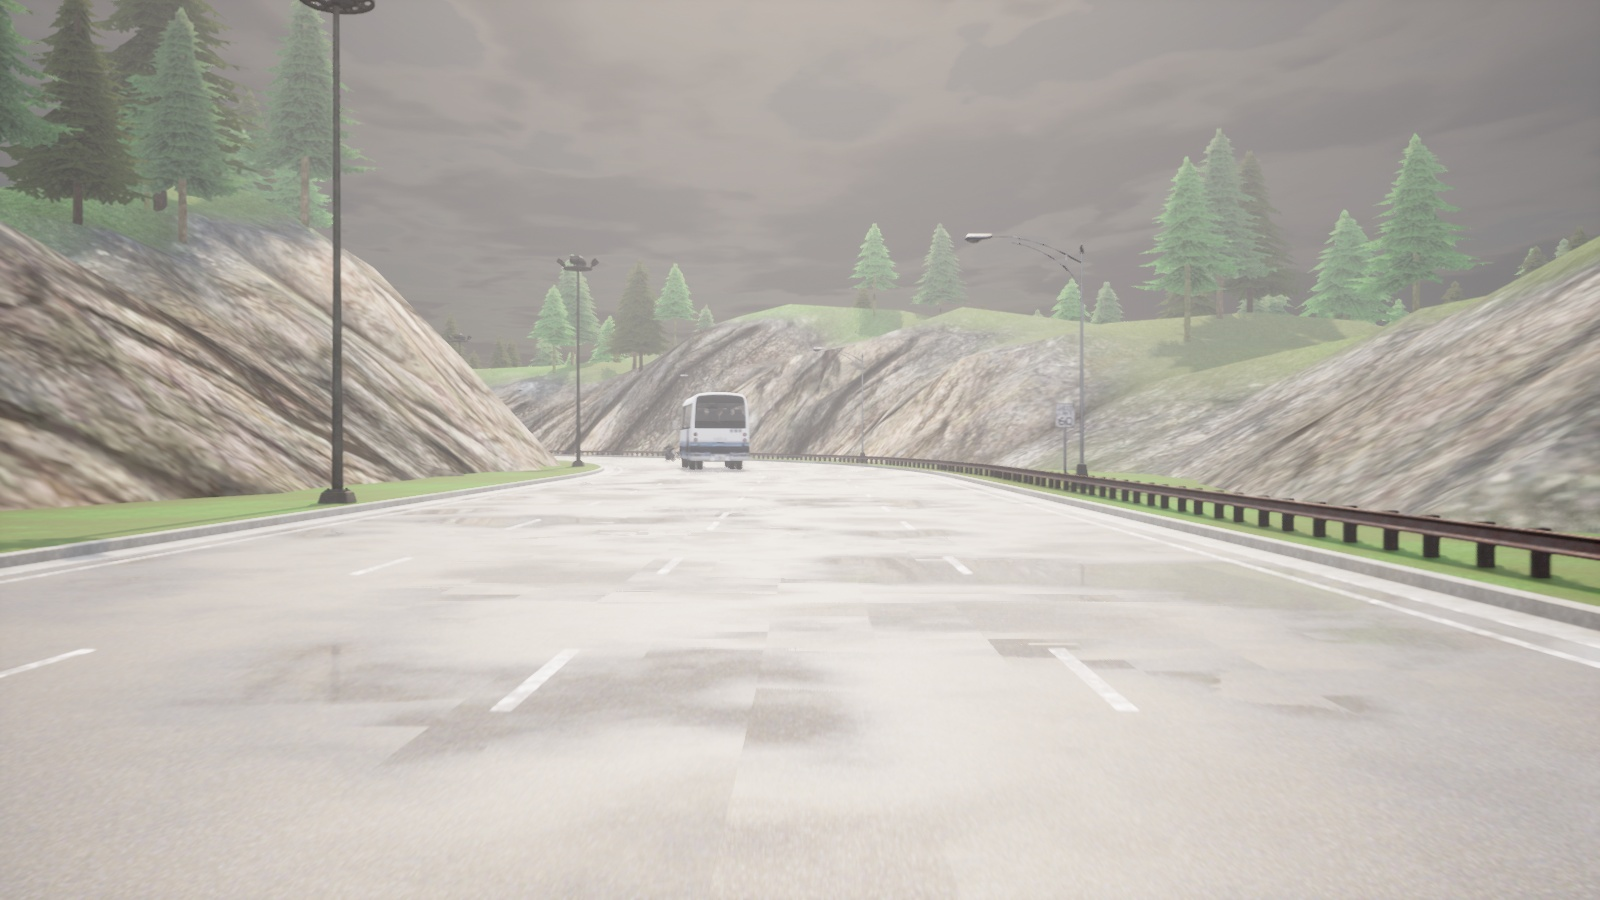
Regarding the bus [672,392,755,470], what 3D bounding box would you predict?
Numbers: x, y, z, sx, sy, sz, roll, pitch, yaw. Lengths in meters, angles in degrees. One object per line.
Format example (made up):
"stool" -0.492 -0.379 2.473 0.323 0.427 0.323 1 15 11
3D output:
"bus" -5.233 -1.049 73.642 3.944 4.253 10.273 0 0 -9
